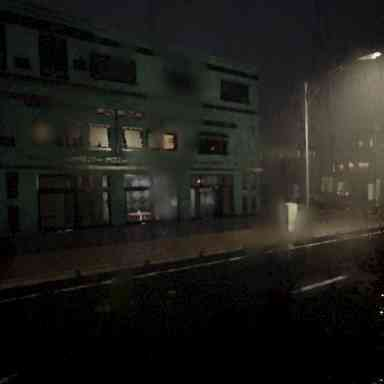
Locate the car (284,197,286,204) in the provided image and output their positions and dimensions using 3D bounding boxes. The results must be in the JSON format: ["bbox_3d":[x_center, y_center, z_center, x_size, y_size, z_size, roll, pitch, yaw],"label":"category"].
[{"bbox_3d":[12.504,1.132,49.876,1.802,1.307,4.206,-3,1,-35],"label":"car"}]

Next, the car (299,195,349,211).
[{"bbox_3d":[13.568,1.212,33.635,1.947,1.339,4.313,-3,1,-35],"label":"car"}]

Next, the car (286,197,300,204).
[{"bbox_3d":[15.696,1.039,45.354,2.008,1.369,4.403,-3,1,-35],"label":"car"}]

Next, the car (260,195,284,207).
[{"bbox_3d":[9.146,1.242,44.612,2.033,1.411,5.357,-2,1,-35],"label":"car"}]
